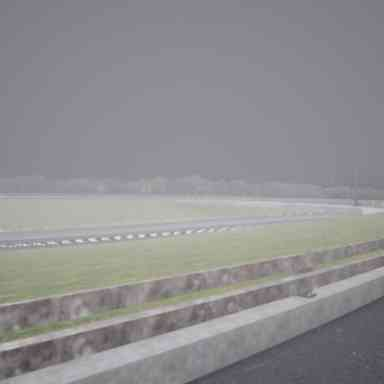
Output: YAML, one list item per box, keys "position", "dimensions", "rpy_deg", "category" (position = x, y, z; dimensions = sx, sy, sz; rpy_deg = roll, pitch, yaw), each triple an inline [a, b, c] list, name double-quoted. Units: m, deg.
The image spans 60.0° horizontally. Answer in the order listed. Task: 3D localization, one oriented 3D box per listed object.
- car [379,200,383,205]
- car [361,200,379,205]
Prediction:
- position: [46.337, 2.584, 79.301]
  dimensions: [1.837, 1.490, 4.892]
  rpy_deg: [0, -1, 1]
  category: "car"
- position: [42.896, 2.640, 81.068]
  dimensions: [1.994, 1.385, 4.181]
  rpy_deg: [0, -1, 1]
  category: "car"
